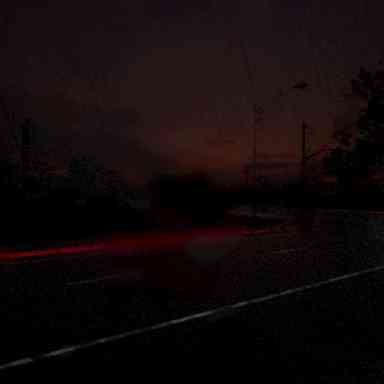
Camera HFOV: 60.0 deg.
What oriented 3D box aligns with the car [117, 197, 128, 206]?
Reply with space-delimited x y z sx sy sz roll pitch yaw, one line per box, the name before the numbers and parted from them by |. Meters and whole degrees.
car | -12.533 1.565 57.575 1.882 1.535 5.008 0 0 -39
